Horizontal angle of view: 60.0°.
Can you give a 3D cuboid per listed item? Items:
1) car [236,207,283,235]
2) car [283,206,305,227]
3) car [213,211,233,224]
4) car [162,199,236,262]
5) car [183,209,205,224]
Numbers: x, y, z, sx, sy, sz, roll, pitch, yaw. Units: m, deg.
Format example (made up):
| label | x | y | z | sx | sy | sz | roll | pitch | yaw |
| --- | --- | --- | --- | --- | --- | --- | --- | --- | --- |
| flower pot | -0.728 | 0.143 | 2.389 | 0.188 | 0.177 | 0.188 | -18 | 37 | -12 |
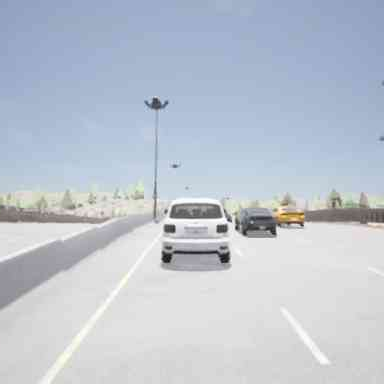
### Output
| label | x | y | z | sx | sy | sz | roll | pitch | yaw |
| --- | --- | --- | --- | --- | --- | --- | --- | --- | --- |
| car | 3.637 | 1.649 | 19.575 | 1.837 | 1.490 | 4.892 | 0 | -1 | 0 |
| car | 7.149 | 1.874 | 25.730 | 1.882 | 1.535 | 5.008 | 0 | -3 | 0 |
| car | 3.677 | 3.123 | 40.294 | 1.994 | 1.385 | 4.181 | 0 | -6 | 0 |
| car | 0.124 | 1.253 | 12.353 | 2.150 | 2.045 | 5.566 | 0 | 0 | 0 |
| car | 0.160 | 2.345 | 31.286 | 1.895 | 1.301 | 4.718 | 0 | -4 | 0 |
